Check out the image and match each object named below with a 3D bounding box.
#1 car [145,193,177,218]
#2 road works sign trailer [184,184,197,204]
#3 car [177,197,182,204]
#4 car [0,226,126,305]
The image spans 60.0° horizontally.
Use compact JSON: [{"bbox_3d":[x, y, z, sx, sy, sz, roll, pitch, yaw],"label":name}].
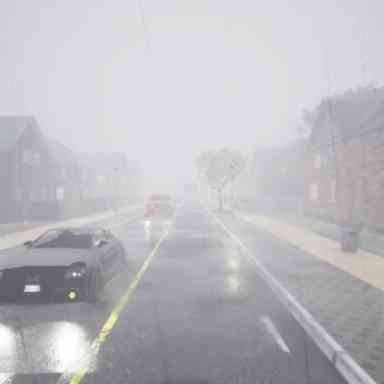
[{"bbox_3d":[-2.855,1.151,30.207,2.150,2.045,5.566,0,0,0],"label":"car"},{"bbox_3d":[-0.224,0.440,60.193,2.380,3.560,2.880,-1,0,0],"label":"road works sign trailer"},{"bbox_3d":[-2.988,1.570,62.328,1.994,1.385,4.181,0,0,0],"label":"car"},{"bbox_3d":[-2.871,1.538,7.964,1.994,1.385,4.181,0,0,0],"label":"car"}]
